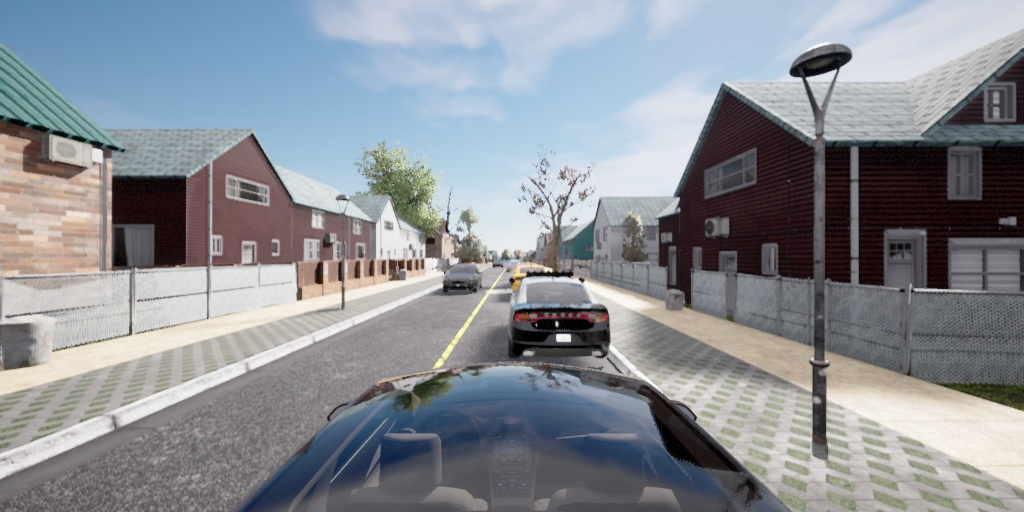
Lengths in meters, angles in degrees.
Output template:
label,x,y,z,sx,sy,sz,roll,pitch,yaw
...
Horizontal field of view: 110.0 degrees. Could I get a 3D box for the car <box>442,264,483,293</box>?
label,x,y,z,sx,sy,sz,roll,pitch,yaw
car,-2.712,1.224,20.476,1.837,1.490,4.892,0,0,0

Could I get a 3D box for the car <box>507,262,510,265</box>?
label,x,y,z,sx,sy,sz,roll,pitch,yaw
car,0.345,1.281,45.717,1.812,1.442,4.674,0,0,1

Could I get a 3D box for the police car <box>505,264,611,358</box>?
label,x,y,z,sx,sy,sz,roll,pitch,yaw
police car,0.879,1.161,8.567,1.930,1.638,5.238,0,0,0

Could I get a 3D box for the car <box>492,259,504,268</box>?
label,x,y,z,sx,sy,sz,roll,pitch,yaw
car,-2.400,1.326,61.449,1.837,1.490,4.892,0,0,1

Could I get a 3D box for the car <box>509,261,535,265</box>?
label,x,y,z,sx,sy,sz,roll,pitch,yaw
car,0.948,1.199,18.457,1.882,1.535,5.008,0,0,0
